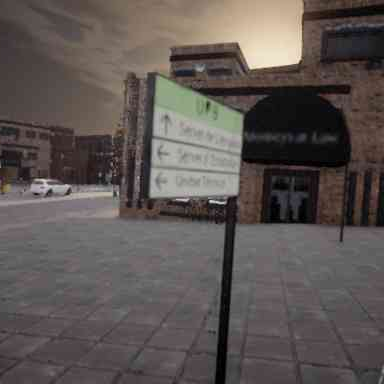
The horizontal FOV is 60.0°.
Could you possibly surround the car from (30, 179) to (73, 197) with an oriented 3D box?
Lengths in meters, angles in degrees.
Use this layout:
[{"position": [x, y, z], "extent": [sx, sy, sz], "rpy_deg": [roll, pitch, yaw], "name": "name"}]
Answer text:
[{"position": [-17.303, -0.510, 41.277], "extent": [2.150, 2.045, 5.566], "rpy_deg": [4, 4, 20], "name": "car"}]
